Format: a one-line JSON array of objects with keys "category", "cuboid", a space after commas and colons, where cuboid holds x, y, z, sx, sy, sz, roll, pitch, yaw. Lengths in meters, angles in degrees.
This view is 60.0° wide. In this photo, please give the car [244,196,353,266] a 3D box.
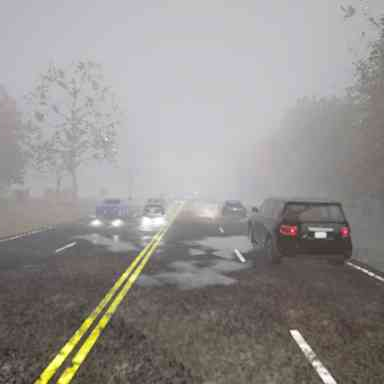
[{"category": "car", "cuboid": [3.396, 1.151, 11.459, 2.150, 2.045, 5.566, 1, 1, 0]}]

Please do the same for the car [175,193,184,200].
[{"category": "car", "cuboid": [-2.707, 0.997, 71.469, 2.128, 1.511, 4.902, 1, 0, 1]}]

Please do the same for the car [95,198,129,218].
[{"category": "car", "cuboid": [-6.503, 1.236, 27.503, 1.882, 1.535, 5.008, 0, 0, 0]}]

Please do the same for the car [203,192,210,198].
[{"category": "car", "cuboid": [4.145, 0.903, 93.562, 1.812, 1.442, 4.674, 1, 2, 1]}]

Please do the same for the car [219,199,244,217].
[{"category": "car", "cuboid": [3.488, 1.338, 28.932, 1.994, 1.385, 4.181, 2, 0, 0]}]

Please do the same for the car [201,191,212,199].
[{"category": "car", "cuboid": [3.978, 0.872, 82.580, 2.033, 1.649, 4.856, 1, -1, 1]}]

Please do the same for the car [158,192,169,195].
[{"category": "car", "cuboid": [-5.981, 0.807, 69.763, 2.097, 1.767, 4.553, 1, 0, 1]}]

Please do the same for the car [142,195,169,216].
[{"category": "car", "cuboid": [-3.212, 1.263, 29.618, 2.128, 1.511, 4.902, 0, 0, 1]}]
